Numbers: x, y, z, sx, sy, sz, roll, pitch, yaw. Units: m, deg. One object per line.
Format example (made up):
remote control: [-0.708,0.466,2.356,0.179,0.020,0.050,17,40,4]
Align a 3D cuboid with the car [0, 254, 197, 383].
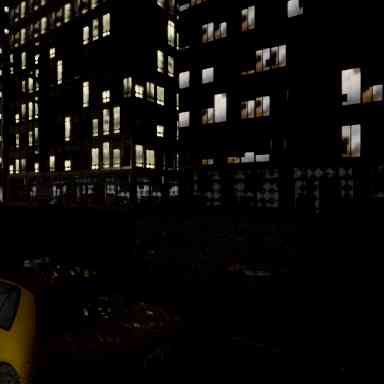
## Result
car: [-2.228,1.525,4.459,4.829,1.417,1.752,0,0,36]
